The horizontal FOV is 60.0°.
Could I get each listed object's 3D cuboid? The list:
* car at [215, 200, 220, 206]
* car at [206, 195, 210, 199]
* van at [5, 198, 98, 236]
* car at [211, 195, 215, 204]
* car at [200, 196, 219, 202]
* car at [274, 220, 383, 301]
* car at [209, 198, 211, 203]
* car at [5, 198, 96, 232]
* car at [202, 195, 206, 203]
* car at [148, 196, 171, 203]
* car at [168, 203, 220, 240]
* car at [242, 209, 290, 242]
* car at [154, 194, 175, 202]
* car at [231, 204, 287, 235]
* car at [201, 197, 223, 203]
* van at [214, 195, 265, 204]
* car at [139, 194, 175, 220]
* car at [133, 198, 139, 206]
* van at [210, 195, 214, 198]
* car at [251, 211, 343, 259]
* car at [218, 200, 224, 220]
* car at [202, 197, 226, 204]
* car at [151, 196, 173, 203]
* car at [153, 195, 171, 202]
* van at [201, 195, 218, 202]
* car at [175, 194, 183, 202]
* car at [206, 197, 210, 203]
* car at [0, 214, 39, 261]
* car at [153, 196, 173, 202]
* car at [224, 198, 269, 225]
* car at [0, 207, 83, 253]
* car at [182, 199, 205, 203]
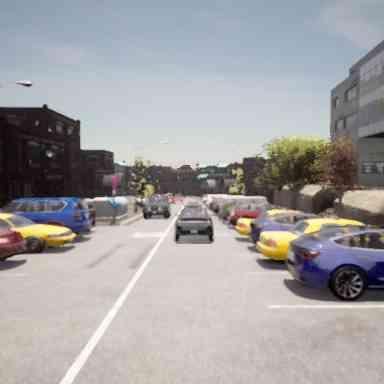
[{"bbox_3d":[4.663,1.617,27.426,4.892,1.521,2.231,0,0,0],"label":"car"},{"bbox_3d":[4.631,1.585,46.981,4.553,1.767,2.185,0,0,0],"label":"car"},{"bbox_3d":[-7.792,1.348,18.770,4.442,1.987,1.878,0,0,0],"label":"van"},{"bbox_3d":[4.689,1.531,35.808,4.553,1.767,2.185,0,0,0],"label":"car"},{"bbox_3d":[4.666,1.884,88.898,4.892,1.521,2.231,0,1,0],"label":"car"},{"bbox_3d":[4.681,1.550,7.870,4.792,1.488,2.163,0,0,0],"label":"car"},{"bbox_3d":[4.657,1.710,38.600,4.674,1.452,2.002,0,0,0],"label":"car"},{"bbox_3d":[-7.704,1.309,15.978,5.566,2.045,2.435,0,0,0],"label":"car"},{"bbox_3d":[4.690,1.473,49.777,5.566,2.045,2.435,0,0,0],"label":"car"},{"bbox_3d":[-7.845,1.869,79.775,5.366,1.575,1.946,0,0,0],"label":"car"},{"bbox_3d":[0.101,1.578,17.393,2.128,1.511,4.902,0,0,0],"label":"car"},{"bbox_3d":[4.682,1.577,13.458,4.792,1.488,2.163,0,0,0],"label":"car"},{"bbox_3d":[-7.629,1.603,91.429,5.566,2.045,2.435,0,1,0],"label":"car"},{"bbox_3d":[4.840,1.558,16.251,5.366,1.575,1.946,0,0,0],"label":"car"},{"bbox_3d":[4.663,1.863,77.835,4.892,1.521,2.231,0,0,0],"label":"car"},{"bbox_3d":[4.541,1.403,30.220,4.442,1.987,1.878,0,0,0],"label":"van"},{"bbox_3d":[-3.094,1.373,30.448,2.150,2.045,5.566,0,0,1],"label":"car"},{"bbox_3d":[-7.694,1.520,59.210,5.566,2.045,2.435,0,0,0],"label":"car"},{"bbox_3d":[4.777,1.458,41.395,4.442,1.987,1.878,0,0,0],"label":"van"},{"bbox_3d":[4.838,1.531,10.664,5.366,1.575,1.946,0,0,0],"label":"car"},{"bbox_3d":[4.650,1.603,24.632,4.892,1.521,2.231,0,0,0],"label":"car"},{"bbox_3d":[4.662,1.834,72.124,5.008,1.535,2.097,0,0,0],"label":"car"},{"bbox_3d":[-7.475,1.883,82.715,5.366,1.575,1.946,0,0,0],"label":"car"},{"bbox_3d":[-7.628,1.770,85.657,4.553,1.767,2.185,0,0,0],"label":"car"},{"bbox_3d":[4.554,1.670,86.090,4.442,1.987,1.878,0,0,0],"label":"van"},{"bbox_3d":[-2.982,1.547,72.630,2.150,2.045,5.566,0,0,0],"label":"car"},{"bbox_3d":[4.689,1.727,44.189,4.792,1.488,2.163,0,0,0],"label":"car"},{"bbox_3d":[-7.675,1.573,10.395,4.674,1.452,2.002,0,0,0],"label":"car"},{"bbox_3d":[-7.664,1.887,88.487,5.008,1.535,2.097,0,0,0],"label":"car"},{"bbox_3d":[4.623,1.463,21.841,4.553,1.767,2.185,0,0,0],"label":"car"},{"bbox_3d":[-7.491,1.544,13.312,5.366,1.575,1.946,0,0,0],"label":"car"},{"bbox_3d":[0.106,1.692,33.754,1.812,1.442,4.674,0,0,0],"label":"car"}]
